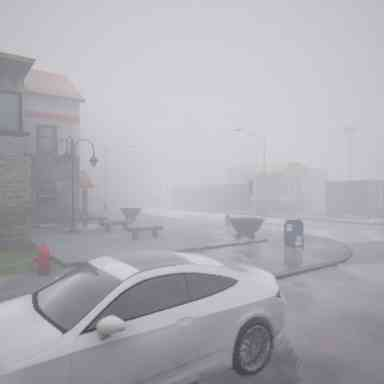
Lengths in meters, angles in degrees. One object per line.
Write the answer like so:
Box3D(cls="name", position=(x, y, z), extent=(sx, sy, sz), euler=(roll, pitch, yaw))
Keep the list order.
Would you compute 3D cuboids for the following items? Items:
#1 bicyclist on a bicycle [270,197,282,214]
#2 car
Box3D(cls="bicyclist on a bicycle", position=(8.116, 1.349, 32.064), extent=(1.656, 1.620, 0.582), euler=(0, 0, -35))
Box3D(cls="car", position=(-0.797, 1.526, 4.037), extent=(4.674, 1.442, 1.812), euler=(0, 0, -35))
